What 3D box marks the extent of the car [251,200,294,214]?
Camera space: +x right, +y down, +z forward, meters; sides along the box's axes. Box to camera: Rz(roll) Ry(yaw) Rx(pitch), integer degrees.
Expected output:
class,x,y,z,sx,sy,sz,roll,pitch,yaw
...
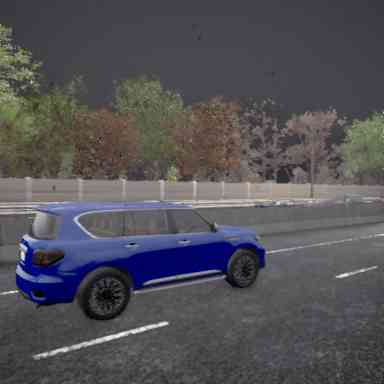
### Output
class,x,y,z,sx,sy,sz,roll,pitch,yaw
car,8.790,1.597,36.058,4.718,1.301,1.895,0,0,-35

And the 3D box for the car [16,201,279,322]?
class,x,y,z,sx,sy,sz,roll,pitch,yaw
car,-0.824,1.221,7.488,5.566,2.045,2.150,0,0,-35

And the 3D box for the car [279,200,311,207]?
class,x,y,z,sx,sy,sz,roll,pitch,yaw
car,11.631,1.544,33.785,5.357,1.411,2.033,0,0,-35

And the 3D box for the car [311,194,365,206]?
class,x,y,z,sx,sy,sz,roll,pitch,yaw
car,14.038,1.219,31.201,5.566,2.045,2.150,0,0,-35
